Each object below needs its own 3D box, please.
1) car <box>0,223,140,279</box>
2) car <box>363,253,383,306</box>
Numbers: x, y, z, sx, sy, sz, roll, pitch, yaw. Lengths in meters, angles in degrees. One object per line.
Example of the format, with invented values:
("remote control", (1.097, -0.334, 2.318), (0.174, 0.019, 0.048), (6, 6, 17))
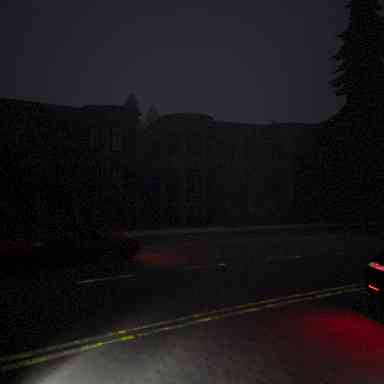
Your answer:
("car", (-3.999, 1.601, 9.463), (4.718, 1.301, 1.895), (0, 0, -31))
("car", (5.464, 1.492, 6.218), (4.902, 1.511, 2.128), (0, 0, -24))
